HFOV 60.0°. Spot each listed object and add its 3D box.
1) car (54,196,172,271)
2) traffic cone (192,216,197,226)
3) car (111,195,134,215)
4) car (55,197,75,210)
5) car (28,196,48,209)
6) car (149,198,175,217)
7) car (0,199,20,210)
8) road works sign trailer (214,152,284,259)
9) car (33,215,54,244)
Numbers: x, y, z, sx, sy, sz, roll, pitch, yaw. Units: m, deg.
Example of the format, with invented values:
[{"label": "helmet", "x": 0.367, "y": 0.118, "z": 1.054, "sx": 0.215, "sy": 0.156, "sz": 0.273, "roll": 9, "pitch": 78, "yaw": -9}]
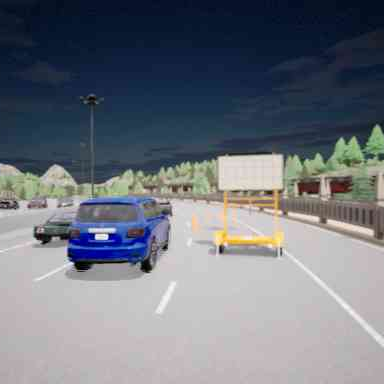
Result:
[{"label": "car", "x": -2.051, "y": 1.170, "z": 10.836, "sx": 2.150, "sy": 2.045, "sz": 5.566, "roll": -1, "pitch": 0, "yaw": 3}, {"label": "traffic cone", "x": 0.170, "y": 1.826, "z": 18.991, "sx": 0.340, "sy": 0.580, "sz": 0.340, "roll": -1, "pitch": 0, "yaw": 0}, {"label": "car", "x": -6.893, "y": 1.216, "z": 33.558, "sx": 2.097, "sy": 1.767, "sz": 4.553, "roll": -1, "pitch": 0, "yaw": -9}, {"label": "car", "x": -16.738, "y": 1.428, "z": 43.954, "sx": 2.128, "sy": 1.511, "sz": 4.902, "roll": -1, "pitch": 0, "yaw": -18}, {"label": "car", "x": -20.754, "y": 1.342, "z": 44.967, "sx": 2.097, "sy": 1.767, "sz": 4.553, "roll": -1, "pitch": 0, "yaw": -19}, {"label": "car", "x": -2.824, "y": 1.326, "z": 30.053, "sx": 2.128, "sy": 1.511, "sz": 4.902, "roll": -1, "pitch": 0, "yaw": -7}, {"label": "car", "x": -24.061, "y": 1.609, "z": 43.868, "sx": 1.994, "sy": 1.385, "sz": 4.181, "roll": -1, "pitch": 0, "yaw": -19}, {"label": "road works sign trailer", "x": 2.157, "y": 0.358, "z": 12.239, "sx": 2.380, "sy": 3.560, "sz": 2.880, "roll": -1, "pitch": 0, "yaw": 15}, {"label": "car", "x": -5.383, "y": 1.556, "z": 15.493, "sx": 1.895, "sy": 1.301, "sz": 4.718, "roll": -1, "pitch": 0, "yaw": 1}]
